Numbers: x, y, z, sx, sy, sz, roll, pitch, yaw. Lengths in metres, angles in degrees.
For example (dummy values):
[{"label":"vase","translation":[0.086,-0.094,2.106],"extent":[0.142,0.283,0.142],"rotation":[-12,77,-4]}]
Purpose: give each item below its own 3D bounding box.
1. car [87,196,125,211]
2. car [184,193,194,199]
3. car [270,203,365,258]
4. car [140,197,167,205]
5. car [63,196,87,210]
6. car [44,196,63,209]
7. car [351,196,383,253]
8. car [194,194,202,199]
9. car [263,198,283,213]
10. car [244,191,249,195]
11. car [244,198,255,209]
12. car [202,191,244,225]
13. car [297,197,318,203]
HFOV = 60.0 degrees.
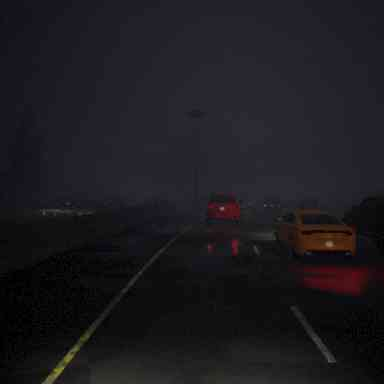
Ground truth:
[{"label":"car","translation":[-9.220,1.234,36.934],"extent":[1.882,1.535,5.008],"rotation":[0,0,14]},{"label":"car","translation":[-0.158,1.010,78.422],"extent":[1.994,1.385,4.181],"rotation":[0,0,29]},{"label":"car","translation":[4.367,1.407,12.468],"extent":[1.882,1.535,5.008],"rotation":[0,0,5]},{"label":"car","translation":[-4.670,1.342,40.494],"extent":[1.895,1.301,4.718],"rotation":[0,0,16]},{"label":"car","translation":[-12.428,1.341,38.629],"extent":[1.895,1.301,4.718],"rotation":[0,0,15]},{"label":"car","translation":[-15.628,1.233,40.086],"extent":[1.837,1.490,4.892],"rotation":[0,0,15]},{"label":"car","translation":[7.948,1.151,13.348],"extent":[2.150,2.045,5.566],"rotation":[0,0,6]},{"label":"car","translation":[3.088,0.794,77.047],"extent":[2.097,1.767,4.553],"rotation":[0,0,29]},{"label":"car","translation":[8.233,1.350,34.029],"extent":[2.033,1.411,5.357],"rotation":[0,0,15]},{"label":"car","translation":[11.698,0.507,77.908],"extent":[2.097,1.767,4.553],"rotation":[0,0,31]},{"label":"car","translation":[6.756,1.356,41.353],"extent":[1.895,1.301,4.718],"rotation":[0,0,17]},{"label":"car","translation":[2.273,1.085,22.942],"extent":[2.150,2.045,5.566],"rotation":[0,1,9]},{"label":"car","translation":[12.092,1.282,34.748],"extent":[1.882,1.535,5.008],"rotation":[0,0,15]}]
